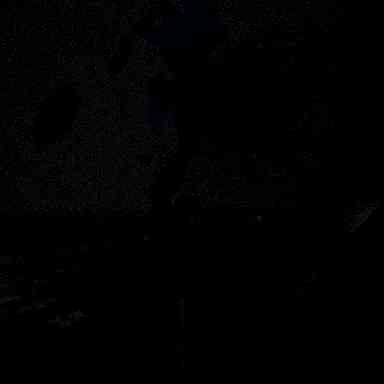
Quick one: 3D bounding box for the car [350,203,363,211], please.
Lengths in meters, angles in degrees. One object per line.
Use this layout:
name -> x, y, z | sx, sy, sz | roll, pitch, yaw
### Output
car -> 37.963, 3.441, 77.187 | 2.097, 1.767, 4.553 | -1, -2, 30

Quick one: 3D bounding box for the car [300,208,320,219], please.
car -> 15.661, 2.774, 44.137 | 1.994, 1.385, 4.181 | -1, -2, 30
